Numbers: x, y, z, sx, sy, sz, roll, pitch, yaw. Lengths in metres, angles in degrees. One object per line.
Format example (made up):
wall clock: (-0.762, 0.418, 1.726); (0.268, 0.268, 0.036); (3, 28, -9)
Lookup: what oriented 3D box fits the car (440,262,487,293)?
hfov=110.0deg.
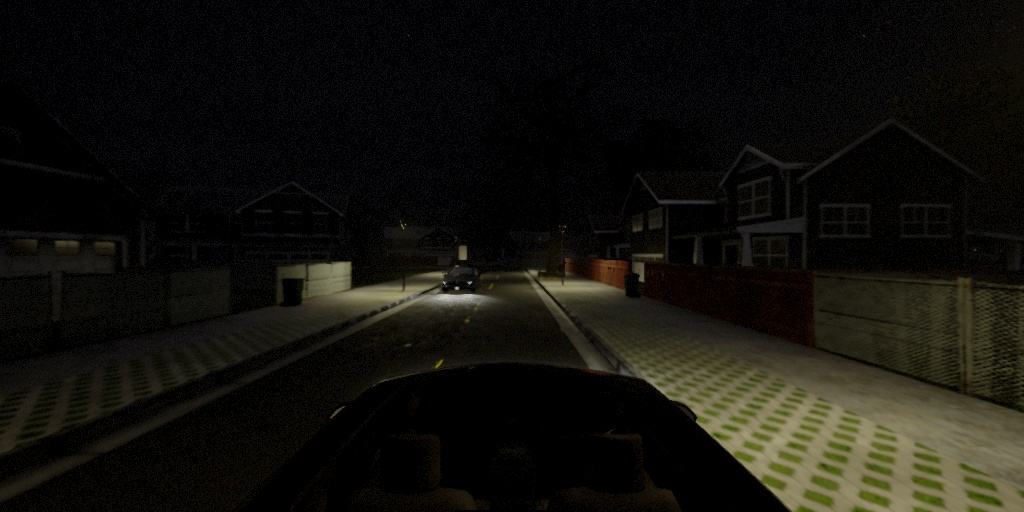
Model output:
car: (-2.849, 1.286, 21.211); (2.033, 1.411, 5.357); (0, 0, 0)

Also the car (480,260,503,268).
car: (-3.807, 1.261, 58.252); (4.718, 1.301, 1.895); (0, 0, -20)
